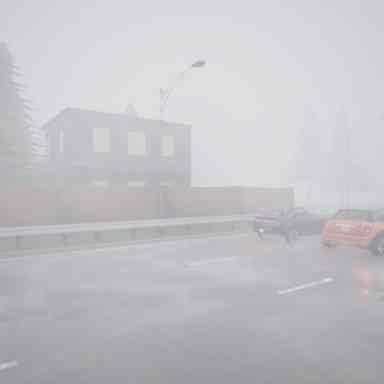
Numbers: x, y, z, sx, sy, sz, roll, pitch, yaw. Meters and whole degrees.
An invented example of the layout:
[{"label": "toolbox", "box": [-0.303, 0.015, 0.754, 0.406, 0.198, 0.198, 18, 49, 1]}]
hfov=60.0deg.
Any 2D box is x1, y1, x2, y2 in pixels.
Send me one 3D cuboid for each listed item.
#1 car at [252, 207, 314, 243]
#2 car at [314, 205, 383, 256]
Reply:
[{"label": "car", "box": [5.039, 1.489, 15.988, 4.902, 1.511, 2.128, 1, 0, -35]}, {"label": "car", "box": [7.296, 1.356, 13.297, 4.553, 1.767, 2.097, 0, 0, -35]}]
